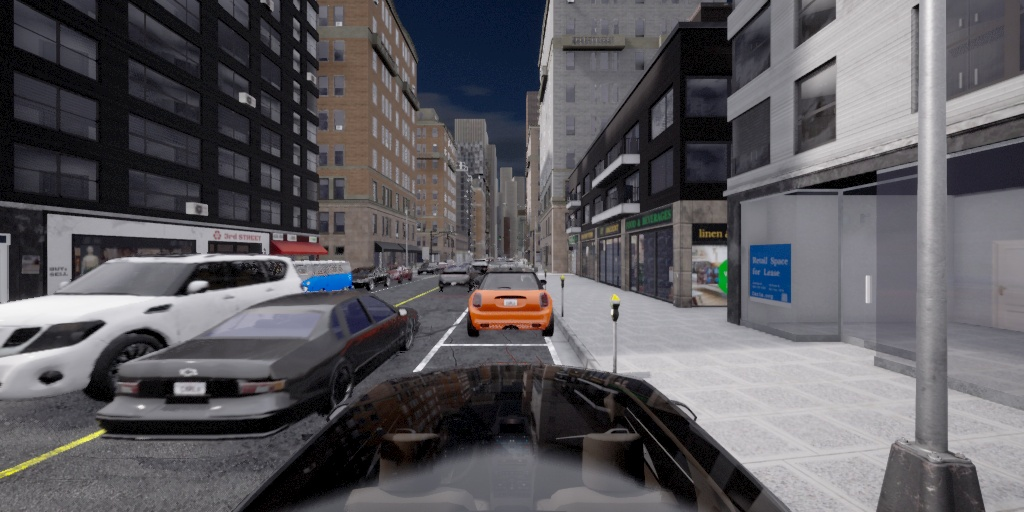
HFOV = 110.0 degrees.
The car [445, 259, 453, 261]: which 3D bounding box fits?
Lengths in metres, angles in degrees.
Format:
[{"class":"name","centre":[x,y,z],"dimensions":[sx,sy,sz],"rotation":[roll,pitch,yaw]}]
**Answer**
[{"class":"car","centre":[-8.814,1.341,43.834],"dimensions":[1.802,1.307,4.207],"rotation":[0,0,0]}]

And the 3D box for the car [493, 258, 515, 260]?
[{"class":"car","centre":[-0.288,1.193,27.330],"dimensions":[1.967,1.591,4.097],"rotation":[0,0,0]}]

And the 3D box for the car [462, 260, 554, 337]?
[{"class":"car","centre":[-0.033,1.103,10.470],"dimensions":[2.097,1.767,4.553],"rotation":[0,0,0]}]

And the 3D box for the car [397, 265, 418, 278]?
[{"class":"car","centre":[-8.813,1.335,27.331],"dimensions":[1.802,1.307,4.207],"rotation":[0,0,0]}]

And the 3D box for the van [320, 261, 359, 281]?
[{"class":"van","centre":[-8.813,1.091,16.328],"dimensions":[1.690,1.789,3.998],"rotation":[0,0,0]}]

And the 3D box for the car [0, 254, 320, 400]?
[{"class":"car","centre":[-6.257,0.971,6.727],"dimensions":[2.150,2.045,5.566],"rotation":[0,0,0]}]

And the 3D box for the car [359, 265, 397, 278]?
[{"class":"car","centre":[-8.813,1.318,21.829],"dimensions":[1.948,1.339,4.313],"rotation":[0,0,0]}]

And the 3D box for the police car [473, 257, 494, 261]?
[{"class":"police car","centre":[-3.144,1.181,35.208],"dimensions":[1.930,1.638,5.238],"rotation":[0,0,0]}]

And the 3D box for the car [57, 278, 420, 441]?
[{"class":"car","centre":[-3.044,1.297,5.894],"dimensions":[2.033,1.411,5.357],"rotation":[0,0,0]}]

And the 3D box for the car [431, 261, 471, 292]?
[{"class":"car","centre":[-3.045,1.243,21.139],"dimensions":[2.128,1.511,4.902],"rotation":[0,0,0]}]

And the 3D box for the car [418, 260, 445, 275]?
[{"class":"car","centre":[-8.813,1.323,38.333],"dimensions":[1.948,1.339,4.313],"rotation":[0,0,0]}]
